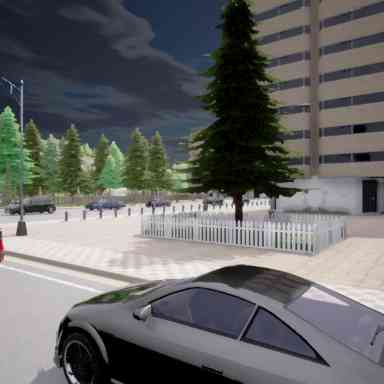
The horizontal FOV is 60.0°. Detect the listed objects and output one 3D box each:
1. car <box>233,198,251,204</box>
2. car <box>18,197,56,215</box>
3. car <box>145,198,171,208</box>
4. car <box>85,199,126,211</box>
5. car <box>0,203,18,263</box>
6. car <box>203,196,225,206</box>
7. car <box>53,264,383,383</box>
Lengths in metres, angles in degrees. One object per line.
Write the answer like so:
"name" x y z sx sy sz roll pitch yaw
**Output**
"car" 9.447 1.505 63.286 1.837 1.490 4.892 0 0 35
"car" -16.226 1.352 33.574 2.097 1.767 4.553 0 0 35
"car" -4.964 1.564 49.384 1.994 1.385 4.181 0 0 36
"car" -10.652 1.547 41.412 2.033 1.411 5.357 0 0 35
"car" -7.352 1.221 9.179 5.566 2.045 2.150 0 0 36
"car" 3.643 1.505 55.129 1.837 1.490 4.892 0 0 35
"car" 0.339 1.564 3.749 4.181 1.385 1.994 0 0 35
